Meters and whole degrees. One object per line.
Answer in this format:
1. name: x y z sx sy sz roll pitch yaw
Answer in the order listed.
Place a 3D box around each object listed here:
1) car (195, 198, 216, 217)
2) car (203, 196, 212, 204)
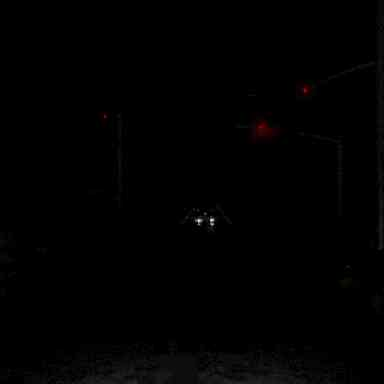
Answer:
1. car: 1.323 1.561 32.373 2.033 1.411 5.357 0 0 3
2. car: 3.024 1.632 65.710 1.812 1.442 4.674 0 0 3
